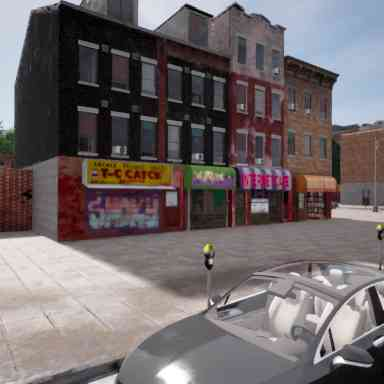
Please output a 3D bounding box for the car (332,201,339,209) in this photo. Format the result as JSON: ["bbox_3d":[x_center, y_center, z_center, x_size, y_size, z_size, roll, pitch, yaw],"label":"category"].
[{"bbox_3d":[15.749,1.374,41.289,1.837,1.490,4.892,0,0,-36],"label":"car"}]

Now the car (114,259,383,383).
[{"bbox_3d":[1.312,1.552,3.734,4.403,1.369,2.008,0,0,-35],"label":"car"}]
